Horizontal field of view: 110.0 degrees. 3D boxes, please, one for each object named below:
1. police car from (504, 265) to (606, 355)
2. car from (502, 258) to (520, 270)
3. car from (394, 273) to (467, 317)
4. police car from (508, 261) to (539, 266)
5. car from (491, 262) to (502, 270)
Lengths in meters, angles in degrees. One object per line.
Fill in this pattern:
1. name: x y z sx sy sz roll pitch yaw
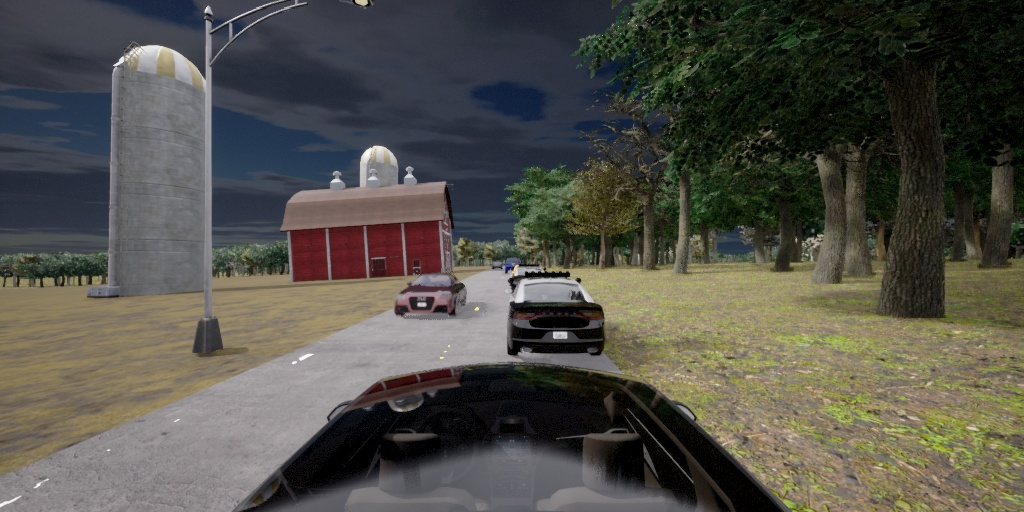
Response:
1. police car: 0.850 1.187 8.837 1.930 1.638 5.238 0 0 0
2. car: 0.200 1.261 47.317 2.150 2.045 5.566 0 0 0
3. car: -2.810 1.339 13.180 1.994 1.385 4.181 0 0 0
4. police car: 0.885 1.230 18.840 1.930 1.638 5.238 0 0 0
5. car: -2.536 1.707 62.145 1.837 1.490 4.892 0 -1 0
